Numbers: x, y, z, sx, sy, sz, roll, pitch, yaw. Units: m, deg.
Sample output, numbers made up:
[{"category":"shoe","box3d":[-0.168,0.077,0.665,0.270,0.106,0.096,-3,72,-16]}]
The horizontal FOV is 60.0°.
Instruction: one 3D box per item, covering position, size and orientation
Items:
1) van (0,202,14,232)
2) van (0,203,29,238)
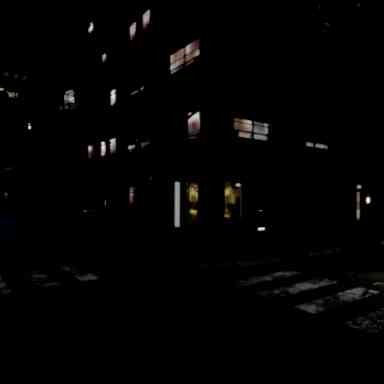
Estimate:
[{"category":"van","box3d":[-13.274,1.608,22.427,1.690,1.788,3.998,-1,0,-36]},{"category":"van","box3d":[-10.014,1.545,17.949,1.690,1.788,3.998,-1,0,-36]}]
